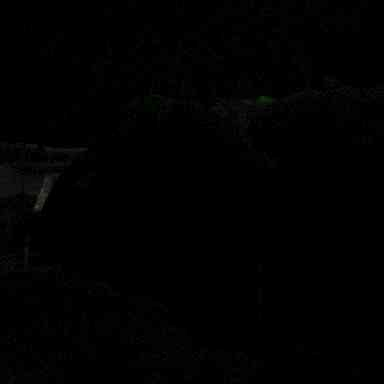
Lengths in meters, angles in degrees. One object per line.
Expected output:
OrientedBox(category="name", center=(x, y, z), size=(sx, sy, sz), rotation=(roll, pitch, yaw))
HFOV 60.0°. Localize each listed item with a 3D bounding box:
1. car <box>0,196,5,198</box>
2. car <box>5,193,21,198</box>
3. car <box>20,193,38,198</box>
OrientedBox(category="car", center=(-45.591, 1.611, 81.526), size=(1.812, 1.442, 4.674), rotation=(0, 0, 7))
OrientedBox(category="car", center=(-42.118, 1.324, 81.088), size=(2.150, 2.045, 5.566), rotation=(0, 0, 7))
OrientedBox(category="car", center=(-38.639, 1.636, 80.708), size=(2.128, 1.511, 4.902), rotation=(0, 0, 7))
